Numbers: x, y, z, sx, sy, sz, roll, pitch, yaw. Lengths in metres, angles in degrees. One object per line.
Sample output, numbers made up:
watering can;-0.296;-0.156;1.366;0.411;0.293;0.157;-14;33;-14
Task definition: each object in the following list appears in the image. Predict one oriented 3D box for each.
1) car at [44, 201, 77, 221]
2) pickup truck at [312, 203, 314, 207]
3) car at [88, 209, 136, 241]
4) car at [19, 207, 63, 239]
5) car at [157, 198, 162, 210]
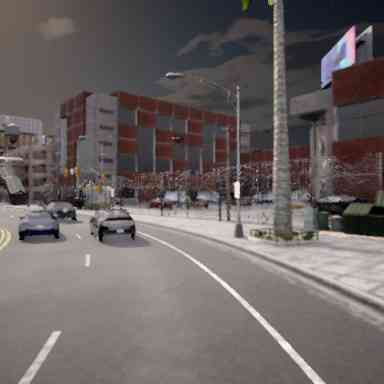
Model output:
car;-12.069;1.655;29.875;2.097;1.767;4.553;0;-1;-38
pickup truck;12.784;1.303;28.954;6.274;2.098;2.390;0;-1;-41
car;-4.389;1.662;17.943;2.128;1.511;4.902;0;-1;-24
car;-8.641;1.758;18.797;1.994;1.385;4.181;0;-1;-25
car;-4.920;1.712;50.162;2.185;1.767;4.553;0;-1;-41
